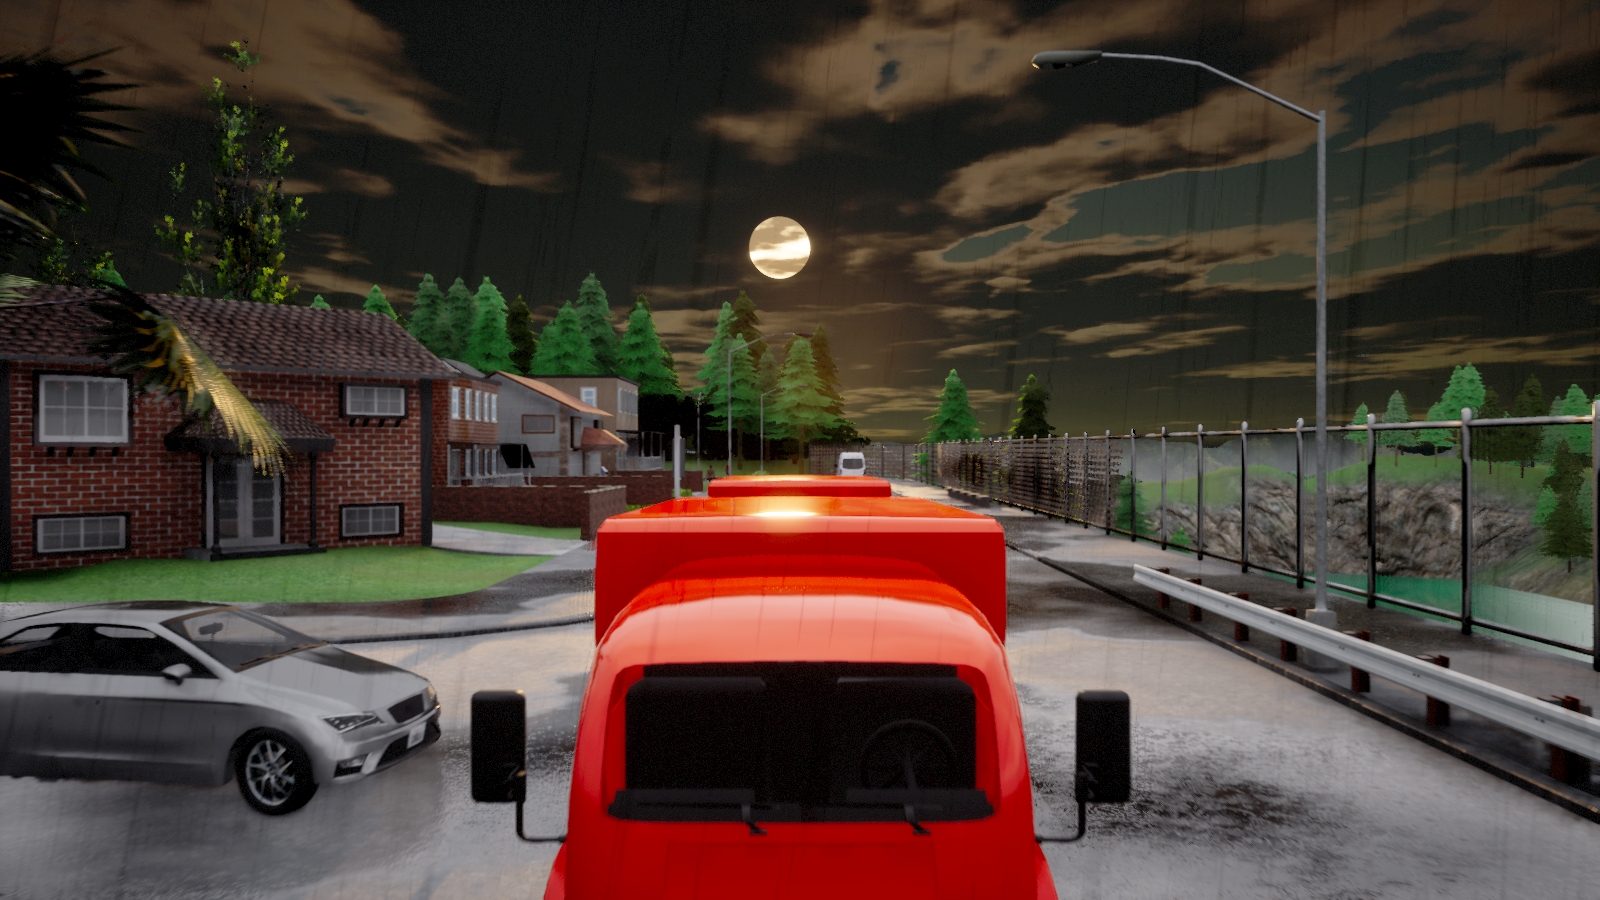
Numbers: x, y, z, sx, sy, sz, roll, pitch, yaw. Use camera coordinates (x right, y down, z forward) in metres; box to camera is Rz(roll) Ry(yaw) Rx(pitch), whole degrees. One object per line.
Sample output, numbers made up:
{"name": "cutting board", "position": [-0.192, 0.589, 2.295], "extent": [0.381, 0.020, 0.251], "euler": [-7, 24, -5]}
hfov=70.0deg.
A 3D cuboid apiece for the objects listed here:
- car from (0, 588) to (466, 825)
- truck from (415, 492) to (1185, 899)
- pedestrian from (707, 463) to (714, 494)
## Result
{"name": "car", "position": [-5.223, 2.057, 9.718], "extent": [4.193, 1.474, 1.816], "euler": [0, 0, 8]}
{"name": "truck", "position": [-0.001, 1.564, 6.499], "extent": [2.627, 2.467, 5.204], "euler": [0, 0, 0]}
{"name": "pedestrian", "position": [-5.333, 1.696, 68.113], "extent": [0.375, 1.860, 0.375], "euler": [0, 0, 0]}
